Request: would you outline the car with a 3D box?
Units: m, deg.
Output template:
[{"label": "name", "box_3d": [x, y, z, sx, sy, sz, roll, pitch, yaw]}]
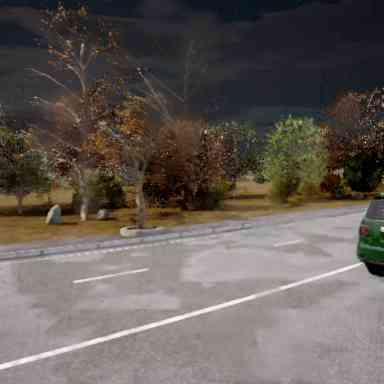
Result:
[{"label": "car", "box_3d": [6.399, 0.983, 8.319, 5.566, 2.045, 2.150, -1, 1, -35]}]
